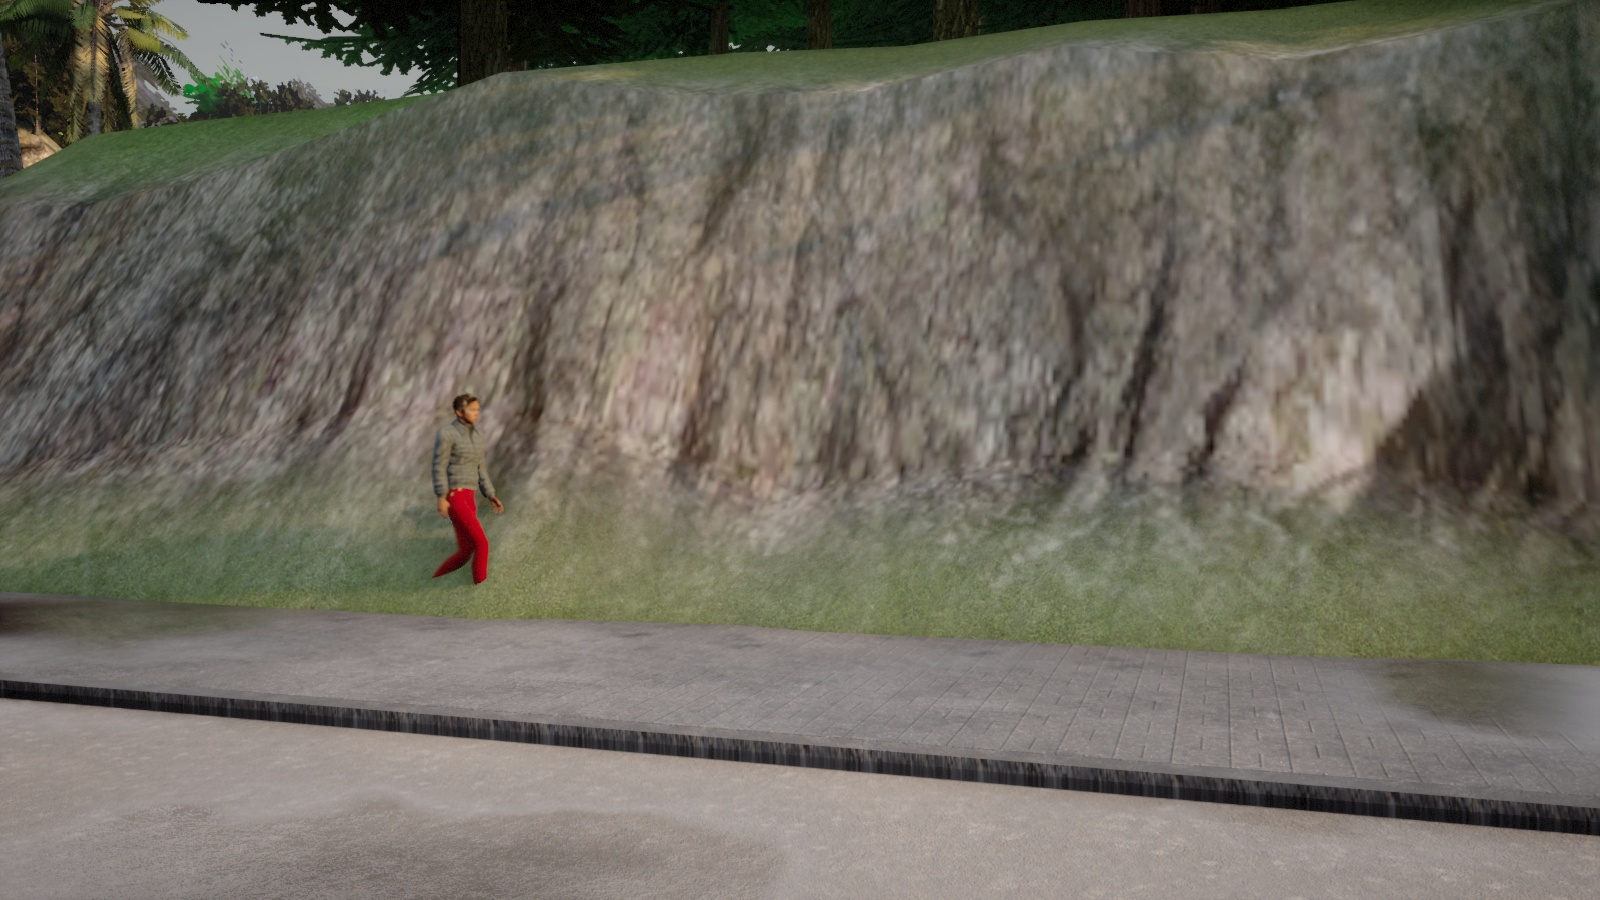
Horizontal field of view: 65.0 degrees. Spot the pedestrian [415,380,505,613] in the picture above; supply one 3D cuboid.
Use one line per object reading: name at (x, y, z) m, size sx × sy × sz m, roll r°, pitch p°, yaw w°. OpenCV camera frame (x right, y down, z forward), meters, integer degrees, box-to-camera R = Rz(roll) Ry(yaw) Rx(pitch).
pedestrian at (-2.761, 0.363, 10.207) m, size 0.614 × 1.847 × 0.353 m, roll 1°, pitch 1°, yaw 18°
